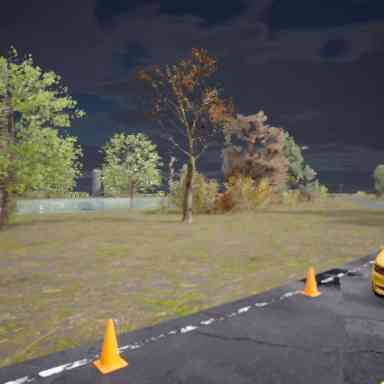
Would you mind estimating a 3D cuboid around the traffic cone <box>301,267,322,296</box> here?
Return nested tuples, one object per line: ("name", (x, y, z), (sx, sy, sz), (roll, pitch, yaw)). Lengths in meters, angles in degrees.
("traffic cone", (2.672, 1.979, 7.452), (0.340, 0.580, 0.340), (0, 0, -41))

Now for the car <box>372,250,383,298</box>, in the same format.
("car", (5.859, 1.503, 7.714), (5.008, 1.535, 1.882), (0, 0, -44))

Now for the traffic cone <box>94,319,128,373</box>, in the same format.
("traffic cone", (-1.070, 1.974, 4.379), (0.340, 0.580, 0.340), (0, 0, -38))

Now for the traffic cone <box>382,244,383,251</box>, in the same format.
("traffic cone", (6.210, 1.988, 10.757), (0.340, 0.580, 0.340), (0, 0, -45))
